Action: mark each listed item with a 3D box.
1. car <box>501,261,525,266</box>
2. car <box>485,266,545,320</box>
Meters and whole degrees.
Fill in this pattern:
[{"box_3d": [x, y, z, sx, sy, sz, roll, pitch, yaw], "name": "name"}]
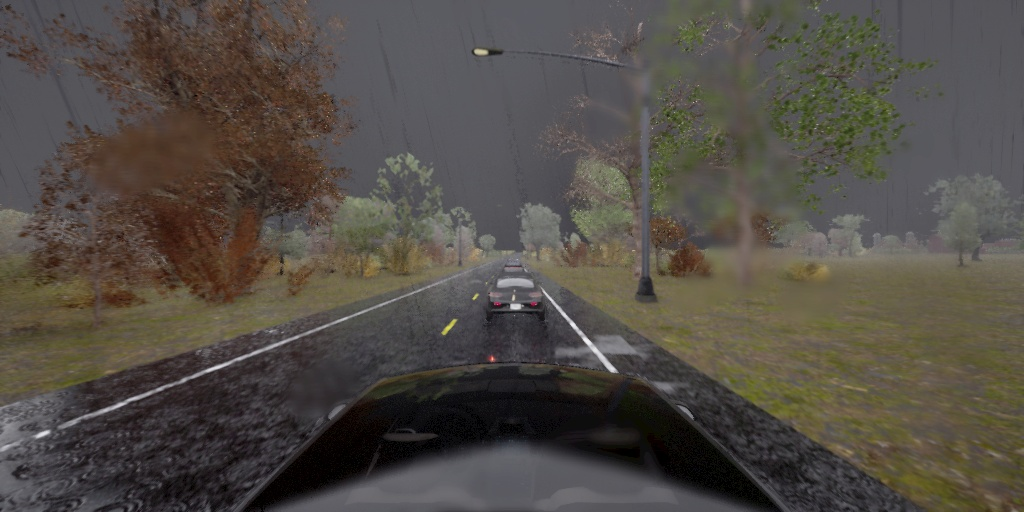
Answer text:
[{"box_3d": [0.109, 1.157, 30.892, 2.128, 1.511, 4.902, 0, 0, 0], "name": "car"}, {"box_3d": [0.104, 1.250, 12.367, 1.812, 1.442, 4.674, 0, 0, 0], "name": "car"}]
